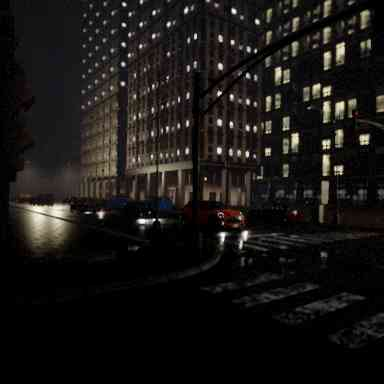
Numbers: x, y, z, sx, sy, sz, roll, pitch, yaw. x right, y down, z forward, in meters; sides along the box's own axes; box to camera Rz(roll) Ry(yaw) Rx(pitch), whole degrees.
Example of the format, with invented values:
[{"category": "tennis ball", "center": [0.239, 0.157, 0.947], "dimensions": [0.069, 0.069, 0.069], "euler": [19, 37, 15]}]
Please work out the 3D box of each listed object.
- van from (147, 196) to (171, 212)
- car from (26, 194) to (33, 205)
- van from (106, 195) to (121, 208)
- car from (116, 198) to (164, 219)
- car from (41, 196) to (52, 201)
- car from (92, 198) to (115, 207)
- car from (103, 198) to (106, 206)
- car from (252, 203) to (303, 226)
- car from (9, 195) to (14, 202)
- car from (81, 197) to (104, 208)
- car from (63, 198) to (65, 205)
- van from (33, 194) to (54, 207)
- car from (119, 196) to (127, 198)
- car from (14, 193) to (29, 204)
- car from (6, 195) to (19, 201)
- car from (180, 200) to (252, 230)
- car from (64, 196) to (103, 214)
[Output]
[{"category": "van", "center": [-3.980, 1.379, 37.812], "dimensions": [1.690, 1.788, 3.998], "euler": [1, -1, -35]}, {"category": "car", "center": [-23.901, 1.430, 51.375], "dimensions": [1.802, 1.307, 4.206], "euler": [1, -1, -35]}, {"category": "van", "center": [-10.523, 1.365, 47.021], "dimensions": [1.690, 1.788, 3.998], "euler": [1, -1, -35]}, {"category": "car", "center": [-4.578, 1.498, 28.655], "dimensions": [1.994, 1.385, 4.181], "euler": [1, -1, -35]}, {"category": "car", "center": [-36.701, 1.567, 83.855], "dimensions": [1.802, 1.307, 4.206], "euler": [1, -1, -35]}, {"category": "car", "center": [-13.799, 1.583, 51.623], "dimensions": [1.947, 1.339, 4.313], "euler": [1, -1, -35]}, {"category": "car", "center": [-12.300, 1.395, 39.542], "dimensions": [1.882, 1.535, 5.008], "euler": [1, -1, -35]}, {"category": "car", "center": [5.834, 1.501, 23.997], "dimensions": [1.967, 1.590, 4.097], "euler": [1, -1, -35]}, {"category": "car", "center": [-36.987, 1.395, 69.794], "dimensions": [1.947, 1.339, 4.313], "euler": [1, -1, -35]}, {"category": "car", "center": [-14.411, 1.495, 47.929], "dimensions": [1.812, 1.442, 4.674], "euler": [1, -1, -35]}, {"category": "car", "center": [-20.429, 1.462, 56.314], "dimensions": [1.837, 1.490, 4.892], "euler": [1, -1, -35]}, {"category": "van", "center": [-20.625, 1.195, 46.773], "dimensions": [1.690, 1.788, 3.998], "euler": [1, -1, -35]}, {"category": "car", "center": [-7.255, 1.581, 42.414], "dimensions": [2.008, 1.369, 4.403], "euler": [1, -1, -35]}, {"category": "car", "center": [-30.440, 1.153, 60.587], "dimensions": [2.192, 1.841, 5.009], "euler": [1, -1, -35]}, {"category": "car", "center": [-40.258, 1.376, 74.399], "dimensions": [2.008, 1.369, 4.403], "euler": [1, -1, -35]}, {"category": "car", "center": [1.179, 1.301, 20.555], "dimensions": [2.097, 1.767, 4.553], "euler": [1, -1, -35]}, {"category": "car", "center": [-10.814, 1.425, 32.957], "dimensions": [2.008, 1.369, 4.403], "euler": [1, -1, -35]}]
